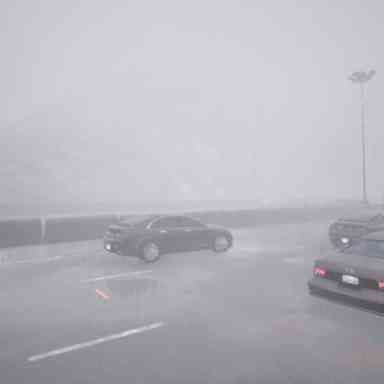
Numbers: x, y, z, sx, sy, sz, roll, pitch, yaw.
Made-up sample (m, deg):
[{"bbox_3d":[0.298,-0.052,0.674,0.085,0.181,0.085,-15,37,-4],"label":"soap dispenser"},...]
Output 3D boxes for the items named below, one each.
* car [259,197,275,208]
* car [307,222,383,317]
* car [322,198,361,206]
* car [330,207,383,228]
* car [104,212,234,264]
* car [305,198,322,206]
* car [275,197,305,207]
[{"bbox_3d":[11.442,1.488,46.535,4.674,1.442,1.812,0,0,-35],"label":"car"},{"bbox_3d":[4.740,1.539,7.129,5.357,1.411,2.033,0,0,-36],"label":"car"},{"bbox_3d":[17.343,1.468,37.855,4.892,1.490,1.837,0,0,-35],"label":"car"},{"bbox_3d":[7.473,1.491,13.379,4.892,1.490,1.837,0,0,-36],"label":"car"},{"bbox_3d":[-0.656,1.496,11.879,4.892,1.490,1.837,1,0,-35],"label":"car"},{"bbox_3d":[16.643,1.487,41.651,4.674,1.442,1.812,0,0,-35],"label":"car"},{"bbox_3d":[13.600,1.468,43.778,4.892,1.490,1.837,0,0,-35],"label":"car"}]
